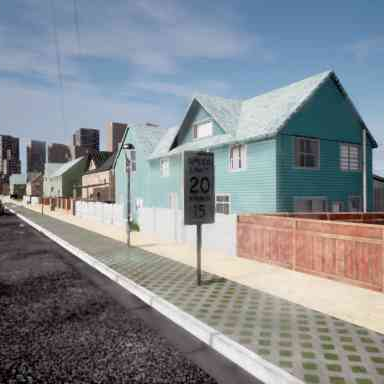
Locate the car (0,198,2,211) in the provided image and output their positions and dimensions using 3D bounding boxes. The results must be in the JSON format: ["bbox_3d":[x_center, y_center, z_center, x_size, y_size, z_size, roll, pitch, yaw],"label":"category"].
[{"bbox_3d":[-25.157,1.515,41.765,2.128,1.511,4.902,0,0,-32],"label":"car"}]

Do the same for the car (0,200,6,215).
[{"bbox_3d":[-19.594,1.510,33.015,2.128,1.511,4.902,0,0,-31],"label":"car"}]
